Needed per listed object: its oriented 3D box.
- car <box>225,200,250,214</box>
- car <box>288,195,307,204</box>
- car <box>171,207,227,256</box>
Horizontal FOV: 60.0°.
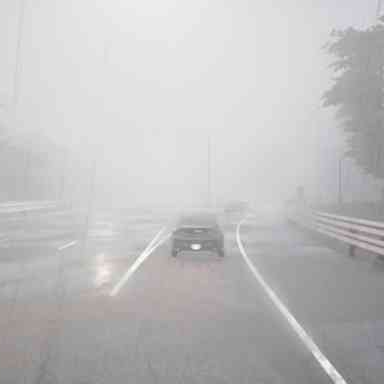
[{"bbox_3d":[4.831,1.560,35.289,2.033,1.411,5.357,0,0,19],"label":"car"},{"bbox_3d":[19.546,1.339,61.322,2.097,1.767,4.553,0,0,40],"label":"car"},{"bbox_3d":[0.313,1.511,13.126,1.837,1.490,4.892,-1,0,4],"label":"car"}]
